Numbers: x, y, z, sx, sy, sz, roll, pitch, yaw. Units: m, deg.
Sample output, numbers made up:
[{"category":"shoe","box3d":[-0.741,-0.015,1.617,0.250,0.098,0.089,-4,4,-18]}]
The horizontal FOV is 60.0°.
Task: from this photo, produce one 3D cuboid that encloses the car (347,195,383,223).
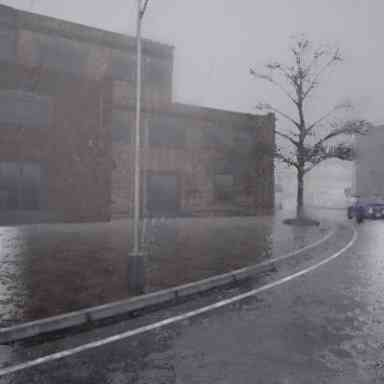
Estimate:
[{"category":"car","box3d":[13.526,1.254,25.596,2.150,2.045,5.566,0,0,14]}]
